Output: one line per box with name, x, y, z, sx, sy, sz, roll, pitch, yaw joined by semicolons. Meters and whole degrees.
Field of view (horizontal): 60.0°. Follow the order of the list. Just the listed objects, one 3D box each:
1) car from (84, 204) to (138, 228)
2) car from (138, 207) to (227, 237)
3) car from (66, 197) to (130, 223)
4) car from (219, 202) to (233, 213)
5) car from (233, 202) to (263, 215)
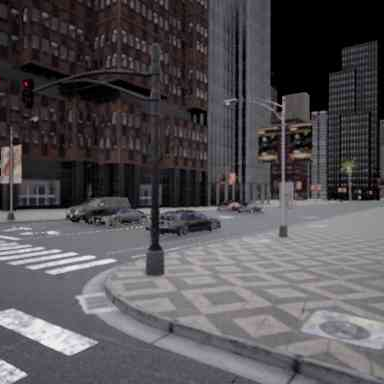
car;-5.273;1.791;24.244;1.994;1.385;4.181;0;-1;35
car;-0.368;1.787;19.852;2.033;1.411;5.357;0;-1;38
car;-7.354;1.452;26.936;2.150;2.045;5.566;0;-1;35
car;5.209;2.074;44.793;1.812;1.442;4.674;0;-1;36
car;7.474;2.056;42.364;1.837;1.490;4.892;0;-1;35
